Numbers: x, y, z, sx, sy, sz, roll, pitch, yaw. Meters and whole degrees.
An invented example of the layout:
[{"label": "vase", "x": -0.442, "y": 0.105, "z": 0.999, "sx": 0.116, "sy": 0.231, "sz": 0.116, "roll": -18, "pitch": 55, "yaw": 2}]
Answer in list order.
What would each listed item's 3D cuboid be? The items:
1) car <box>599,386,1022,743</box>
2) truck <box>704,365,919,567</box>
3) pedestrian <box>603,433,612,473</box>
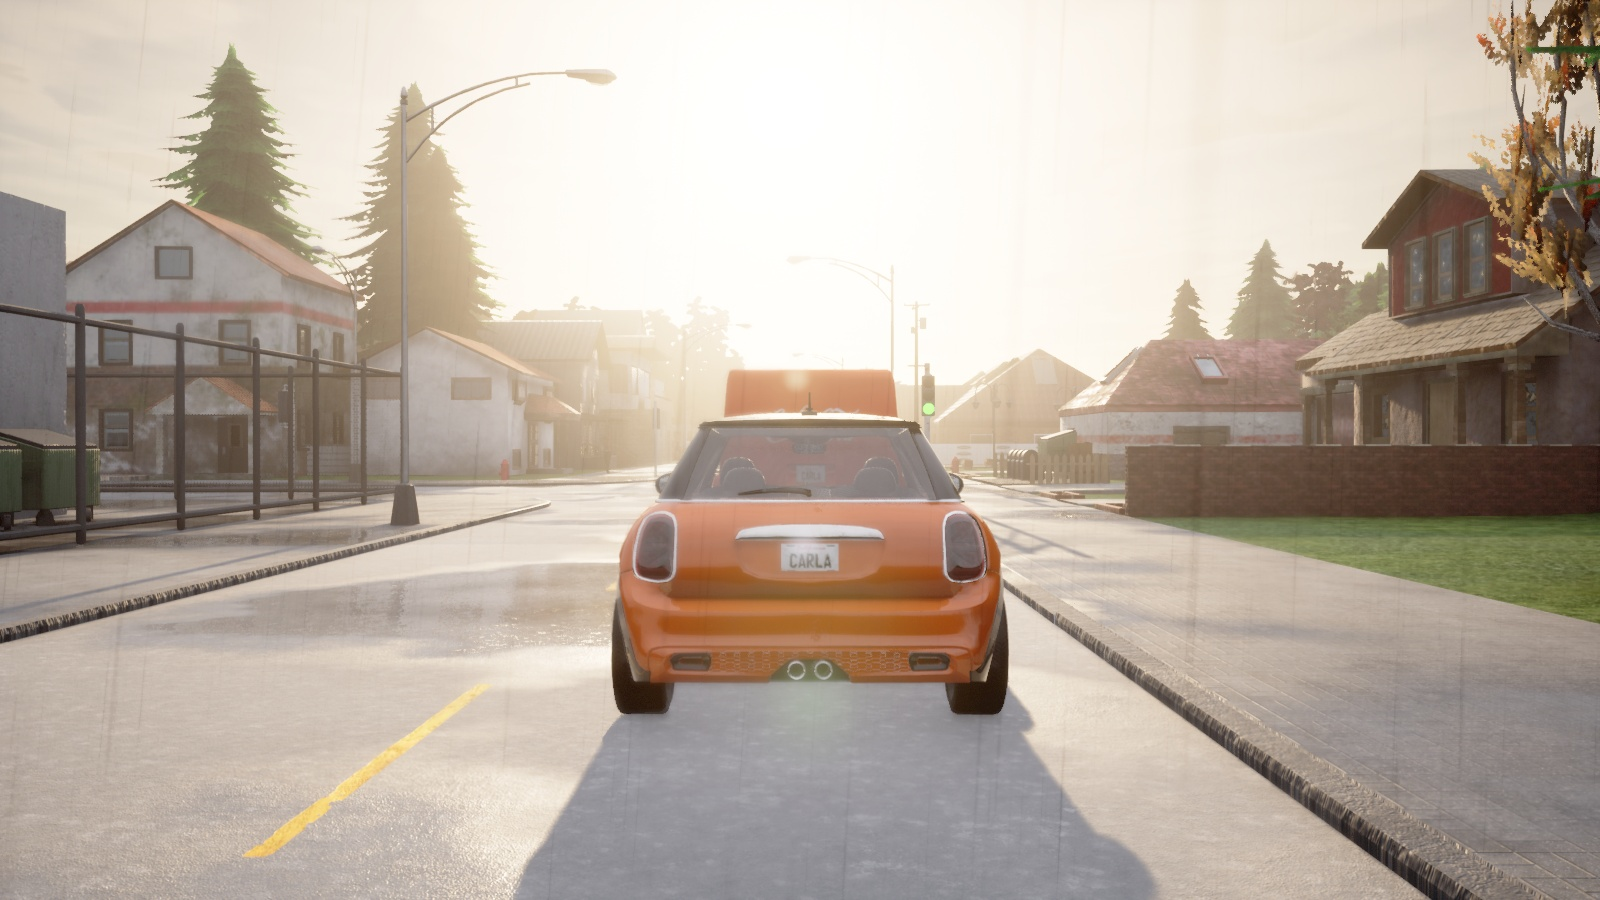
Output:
[{"label": "car", "x": 0.062, "y": 0.557, "z": 8.510, "sx": 2.097, "sy": 1.767, "sz": 4.553, "roll": 0, "pitch": 0, "yaw": 0}, {"label": "truck", "x": 0.126, "y": 0.164, "z": 17.995, "sx": 2.627, "sy": 2.467, "sz": 5.204, "roll": 0, "pitch": 1, "yaw": 0}, {"label": "pedestrian", "x": -8.855, "y": 0.123, "z": 57.725, "sx": 0.331, "sy": 1.846, "sz": 0.634, "roll": 0, "pitch": 0, "yaw": 0}]
